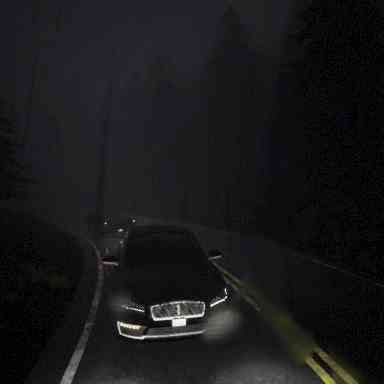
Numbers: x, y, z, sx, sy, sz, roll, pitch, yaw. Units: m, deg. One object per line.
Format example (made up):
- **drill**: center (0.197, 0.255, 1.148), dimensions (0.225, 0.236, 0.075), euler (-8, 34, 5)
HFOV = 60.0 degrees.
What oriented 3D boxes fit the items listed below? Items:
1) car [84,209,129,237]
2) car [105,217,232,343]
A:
- **car**: center (-4.645, 1.613, 18.562), dimensions (1.895, 1.301, 4.718), euler (-3, 1, -29)
- **car**: center (-0.649, 1.495, 6.829), dimensions (1.837, 1.490, 4.892), euler (-1, 0, -11)
